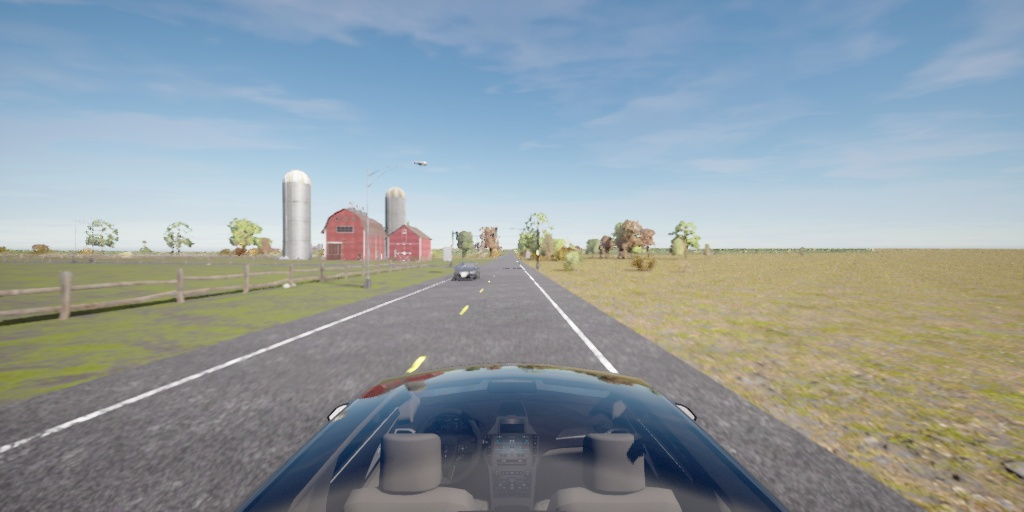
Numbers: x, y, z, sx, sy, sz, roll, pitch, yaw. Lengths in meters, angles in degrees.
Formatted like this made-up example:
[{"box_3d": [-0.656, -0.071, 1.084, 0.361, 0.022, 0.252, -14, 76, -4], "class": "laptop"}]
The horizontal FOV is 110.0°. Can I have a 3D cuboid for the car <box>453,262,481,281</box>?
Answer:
[{"box_3d": [-3.602, 1.219, 29.377, 2.128, 1.511, 4.902, 0, 0, 0], "class": "car"}]
